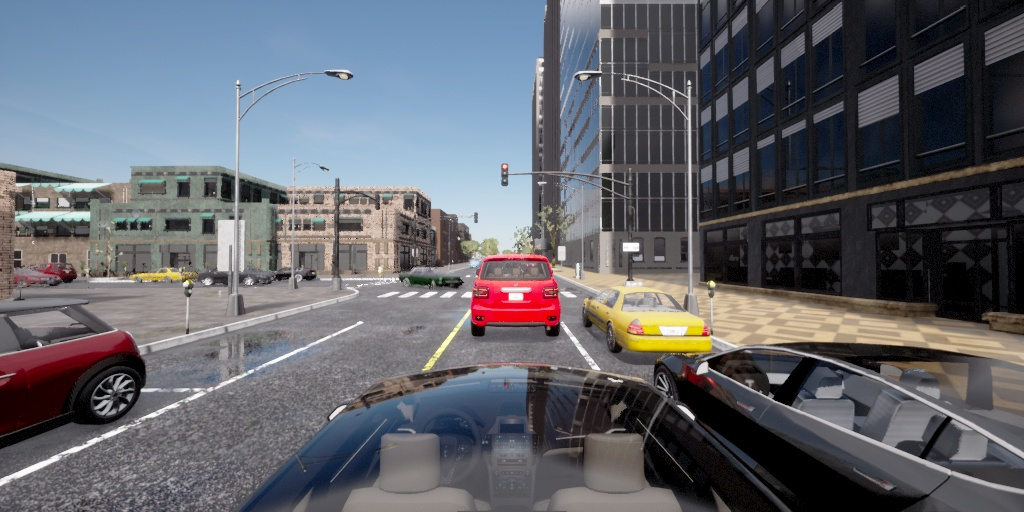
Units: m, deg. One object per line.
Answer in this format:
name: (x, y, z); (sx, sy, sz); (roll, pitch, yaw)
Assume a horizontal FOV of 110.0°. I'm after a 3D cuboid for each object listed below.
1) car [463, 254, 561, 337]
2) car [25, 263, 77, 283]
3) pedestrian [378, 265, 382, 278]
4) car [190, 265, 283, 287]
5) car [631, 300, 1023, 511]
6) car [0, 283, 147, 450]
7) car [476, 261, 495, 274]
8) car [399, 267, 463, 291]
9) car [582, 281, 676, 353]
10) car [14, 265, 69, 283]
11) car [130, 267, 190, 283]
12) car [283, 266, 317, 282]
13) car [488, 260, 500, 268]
car: (0.082, 0.976, 10.476); (2.150, 2.045, 5.566); (0, 0, 0)
car: (-41.665, 1.528, 31.694); (5.009, 1.841, 2.192); (0, 0, 1)
pedestrian: (-12.612, 1.405, 34.337); (0.375, 1.300, 0.375); (0, 0, 1)
car: (-19.601, 1.414, 25.676); (4.892, 1.490, 1.837); (0, -1, 1)
car: (2.655, 1.316, 2.787); (1.948, 1.339, 4.313); (0, 0, 0)
car: (-5.692, 1.190, 2.824); (1.967, 1.591, 4.097); (0, 0, 0)
car: (-3.188, 1.320, 43.983); (2.033, 1.411, 5.357); (0, 0, 0)
car: (-4.945, 1.360, 21.926); (1.895, 1.301, 4.718); (0, 0, -45)
car: (2.814, 1.279, 8.601); (1.751, 1.417, 4.829); (0, 0, 0)
car: (-35.570, 1.588, 25.855); (4.674, 1.442, 1.812); (0, -1, 1)
car: (-30.739, 1.633, 31.577); (4.829, 1.417, 1.751); (0, 0, 1)
car: (-19.474, 1.567, 31.457); (4.313, 1.339, 1.948); (0, 0, 1)
car: (-3.185, 1.385, 64.466); (1.895, 1.301, 4.718); (0, 0, 0)
